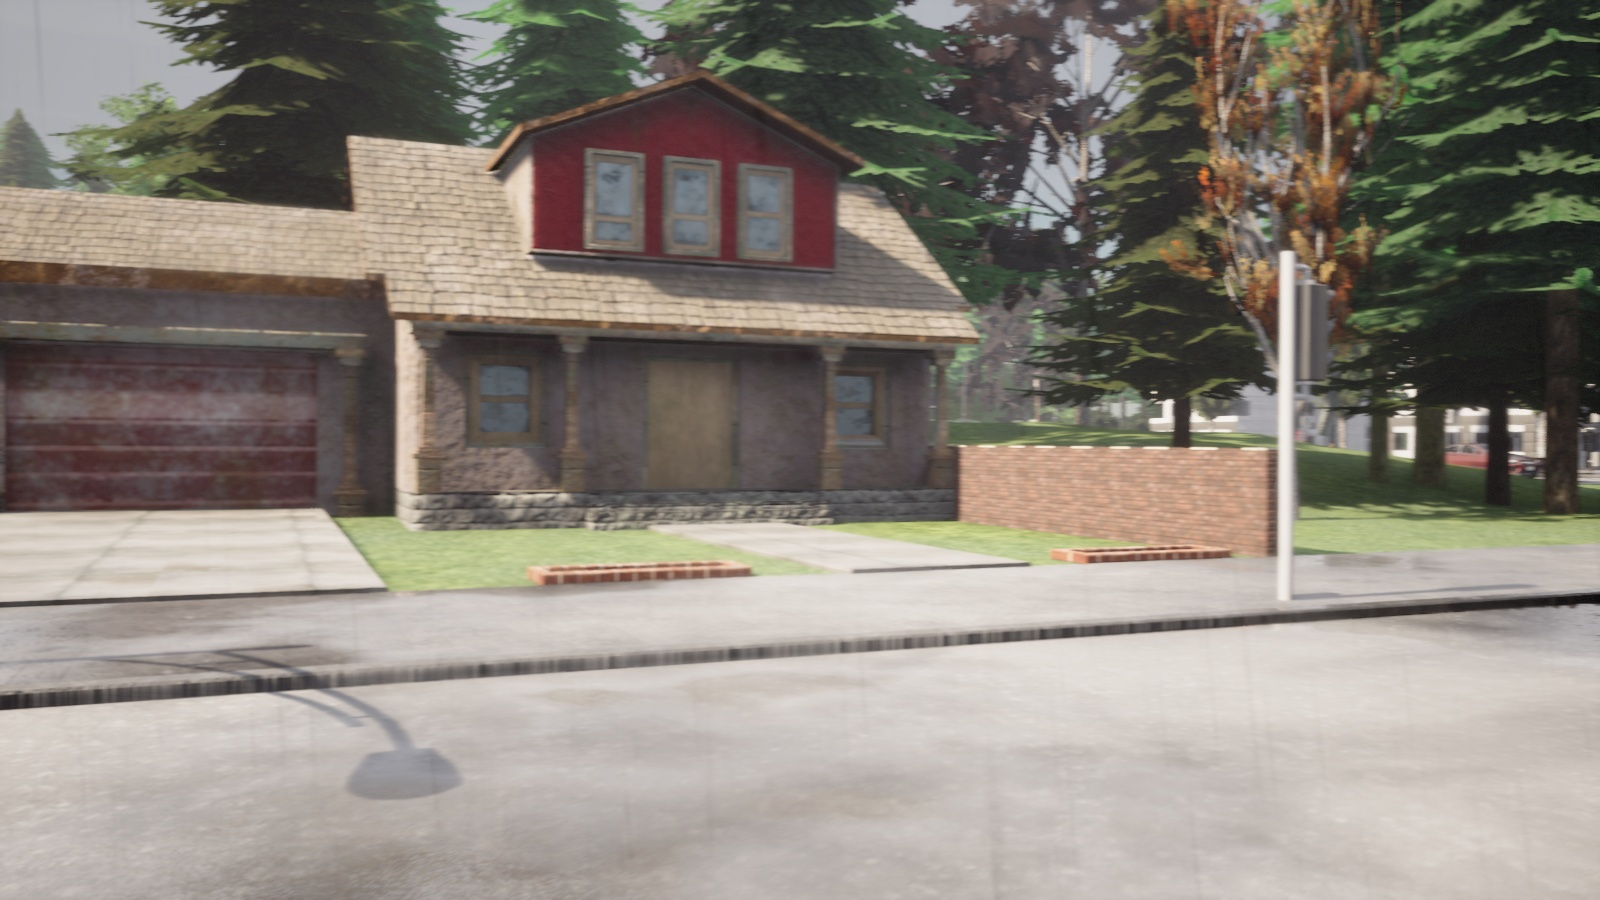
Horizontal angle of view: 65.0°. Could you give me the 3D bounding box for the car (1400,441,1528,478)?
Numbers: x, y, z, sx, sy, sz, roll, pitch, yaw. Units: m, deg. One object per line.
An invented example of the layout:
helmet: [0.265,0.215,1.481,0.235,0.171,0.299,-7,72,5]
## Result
car: [30.944,0.402,58.670,2.152,1.651,5.027,0,0,-24]
